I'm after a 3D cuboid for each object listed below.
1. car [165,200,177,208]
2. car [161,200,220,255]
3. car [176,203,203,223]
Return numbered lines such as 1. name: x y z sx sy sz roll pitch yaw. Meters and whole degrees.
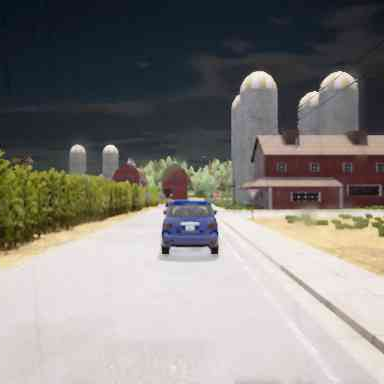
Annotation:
1. car: -3.897 2.196 62.235 1.895 1.301 4.718 0 -1 0
2. car: -0.078 1.352 14.067 2.150 2.045 5.566 0 0 0
3. car: -0.112 1.774 29.334 2.128 1.511 4.902 0 0 2
